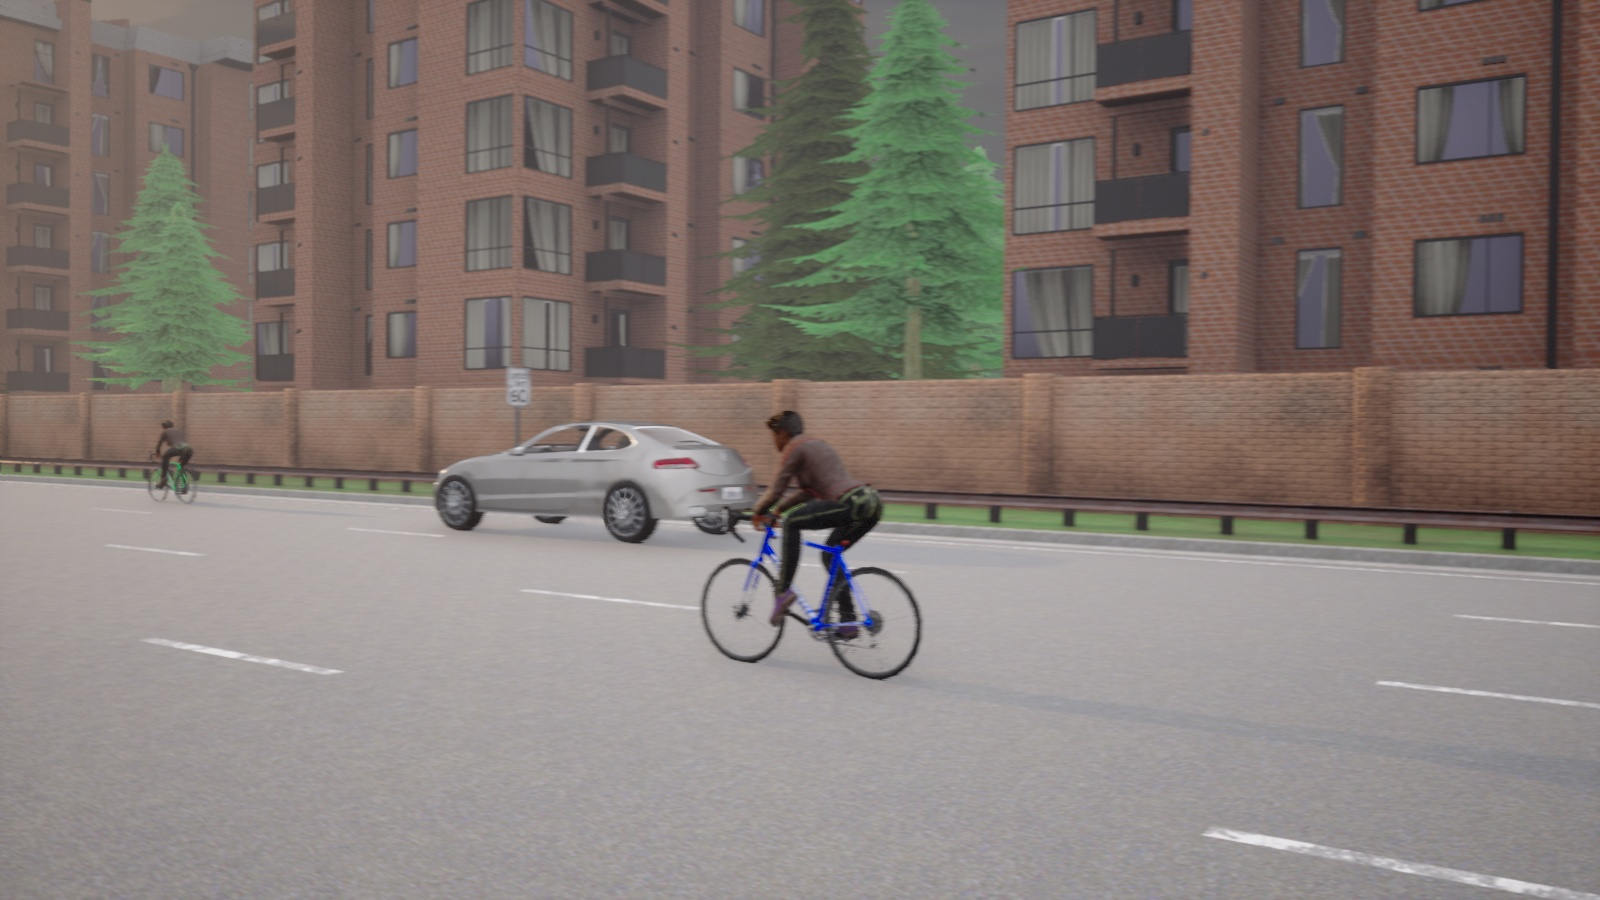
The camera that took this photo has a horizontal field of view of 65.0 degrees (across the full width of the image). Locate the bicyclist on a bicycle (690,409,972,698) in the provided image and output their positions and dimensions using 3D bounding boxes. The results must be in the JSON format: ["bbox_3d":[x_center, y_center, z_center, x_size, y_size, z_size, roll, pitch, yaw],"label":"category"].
[{"bbox_3d":[0.165,0.578,7.715,1.656,1.620,0.582,0,1,34],"label":"bicyclist on a bicycle"}]

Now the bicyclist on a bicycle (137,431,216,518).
[{"bbox_3d":[-12.026,0.464,24.217,1.656,1.620,0.582,0,1,34],"label":"bicyclist on a bicycle"}]

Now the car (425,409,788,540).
[{"bbox_3d":[-2.869,0.289,18.130,5.027,1.651,2.152,0,1,34],"label":"car"}]
